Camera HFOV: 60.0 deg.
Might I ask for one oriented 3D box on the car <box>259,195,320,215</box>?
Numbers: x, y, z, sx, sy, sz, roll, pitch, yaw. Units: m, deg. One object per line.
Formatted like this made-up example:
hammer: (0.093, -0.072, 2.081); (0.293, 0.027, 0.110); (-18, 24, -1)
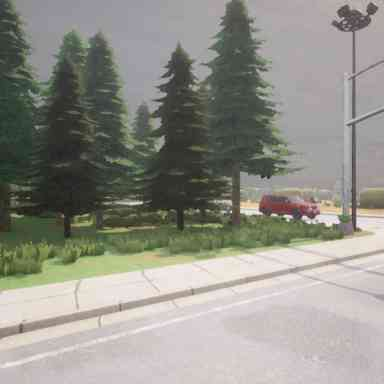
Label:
car: (8.317, 1.246, 28.968); (2.150, 2.045, 5.566); (0, 0, -34)

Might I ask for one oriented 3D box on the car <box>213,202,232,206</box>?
car: (2.479, 1.516, 37.475); (2.128, 1.511, 4.902); (0, 0, -34)

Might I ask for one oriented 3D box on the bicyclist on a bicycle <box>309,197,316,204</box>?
bicyclist on a bicycle: (12.876, 1.324, 35.549); (1.656, 1.620, 0.582); (0, 0, -34)
